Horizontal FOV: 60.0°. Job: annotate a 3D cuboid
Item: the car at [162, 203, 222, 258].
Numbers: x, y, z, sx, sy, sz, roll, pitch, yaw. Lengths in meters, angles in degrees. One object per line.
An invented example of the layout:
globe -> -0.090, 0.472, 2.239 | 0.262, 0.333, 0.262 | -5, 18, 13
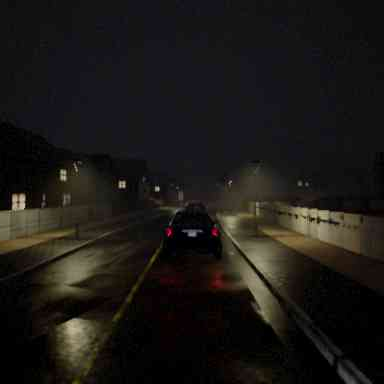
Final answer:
car -> 0.039, 1.491, 13.451 | 2.097, 1.767, 4.553 | 0, -1, 1

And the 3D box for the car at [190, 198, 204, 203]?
car -> 0.429, 1.672, 28.387 | 2.097, 1.767, 4.553 | 0, -1, 3
